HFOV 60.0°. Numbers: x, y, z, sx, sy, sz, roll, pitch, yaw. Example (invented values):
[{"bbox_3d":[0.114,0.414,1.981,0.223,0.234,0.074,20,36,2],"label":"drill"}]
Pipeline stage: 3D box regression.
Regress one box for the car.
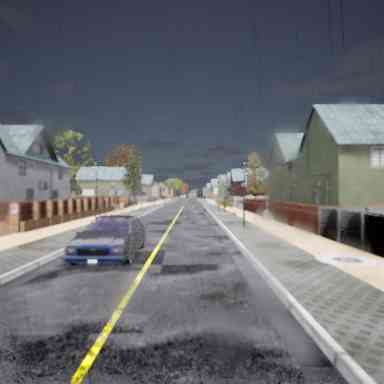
[{"bbox_3d":[-2.748,1.529,11.849,2.033,1.411,5.357,0,0,0],"label":"car"}]
